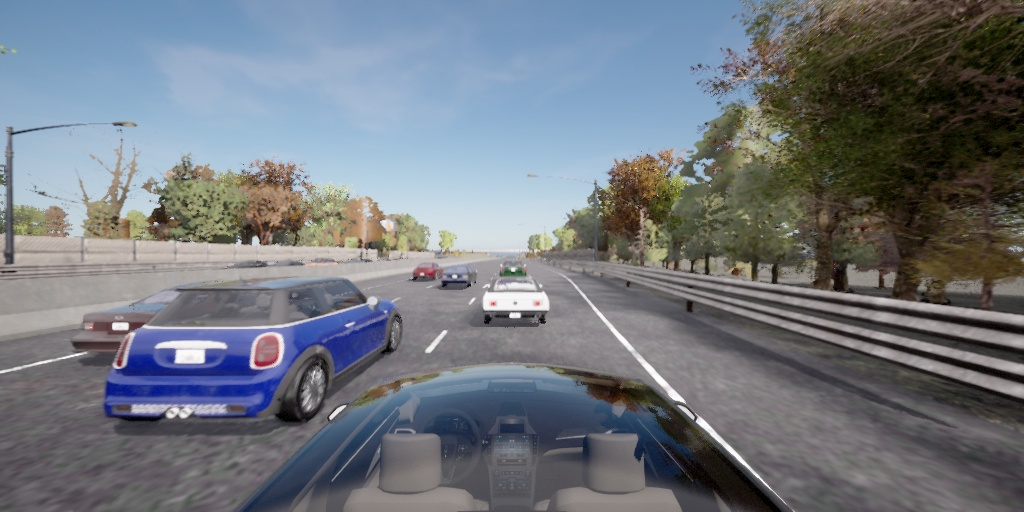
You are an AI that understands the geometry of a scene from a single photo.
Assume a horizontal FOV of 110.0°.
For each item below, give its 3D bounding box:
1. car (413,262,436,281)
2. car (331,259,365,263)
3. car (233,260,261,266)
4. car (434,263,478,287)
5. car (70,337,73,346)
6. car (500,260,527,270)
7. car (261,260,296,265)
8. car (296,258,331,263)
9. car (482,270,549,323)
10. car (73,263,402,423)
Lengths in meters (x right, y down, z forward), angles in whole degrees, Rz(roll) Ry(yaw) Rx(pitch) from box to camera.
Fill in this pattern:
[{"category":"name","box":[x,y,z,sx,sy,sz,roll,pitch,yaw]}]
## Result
[{"category":"car","box":[-6.898,1.234,29.840,1.812,1.442,4.674,0,0,0]},{"category":"car","box":[-17.578,1.205,39.605,1.837,1.490,4.892,0,0,0]},{"category":"car","box":[-28.004,1.206,38.324,1.837,1.490,4.892,0,0,-1]},{"category":"car","box":[-3.409,1.263,23.851,2.033,1.411,5.357,0,0,0]},{"category":"car","box":[-6.913,1.285,8.847,2.033,1.411,5.357,0,0,0]},{"category":"car","box":[0.099,1.062,28.572,2.097,1.767,4.553,0,0,0]},{"category":"car","box":[-24.576,1.178,39.292,1.882,1.535,5.008,0,0,0]},{"category":"car","box":[-21.076,1.052,39.475,2.097,1.767,4.553,0,0,0]},{"category":"car","box":[0.095,1.333,12.052,1.895,1.301,4.718,0,0,0]},{"category":"car","box":[-3.428,1.094,5.958,2.097,1.767,4.553,0,0,0]}]
